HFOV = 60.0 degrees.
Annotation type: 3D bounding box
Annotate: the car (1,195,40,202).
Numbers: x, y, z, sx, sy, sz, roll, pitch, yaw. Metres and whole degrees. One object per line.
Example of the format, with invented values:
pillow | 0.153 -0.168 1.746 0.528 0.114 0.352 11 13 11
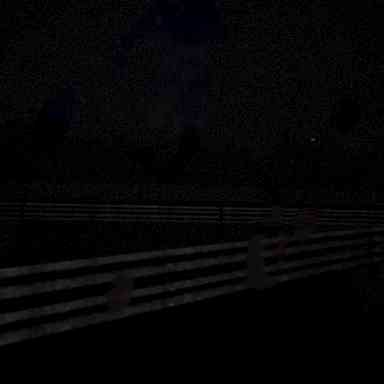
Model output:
car | -14.270 0.974 28.581 4.674 1.442 1.812 2 -1 -7
